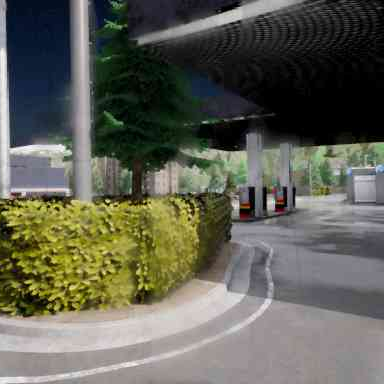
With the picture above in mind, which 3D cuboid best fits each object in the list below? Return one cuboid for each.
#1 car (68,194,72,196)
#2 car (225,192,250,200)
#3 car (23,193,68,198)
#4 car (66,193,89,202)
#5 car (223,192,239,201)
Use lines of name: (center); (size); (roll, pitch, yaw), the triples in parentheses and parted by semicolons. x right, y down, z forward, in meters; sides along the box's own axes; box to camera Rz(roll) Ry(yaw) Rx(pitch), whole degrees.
car: (-24.271, 1.124, 63.885); (3.866, 1.878, 1.905); (-1, 1, 35)
car: (9.177, 0.812, 66.517); (4.514, 1.523, 2.007); (-1, 1, 35)
car: (-14.795, 1.183, 33.599); (3.866, 1.878, 1.905); (-1, 1, 35)
car: (-22.926, 1.103, 66.494); (4.605, 1.855, 1.932); (-1, 1, 35)
car: (7.405, 0.851, 63.928); (5.027, 1.636, 2.152); (-1, 1, 35)
